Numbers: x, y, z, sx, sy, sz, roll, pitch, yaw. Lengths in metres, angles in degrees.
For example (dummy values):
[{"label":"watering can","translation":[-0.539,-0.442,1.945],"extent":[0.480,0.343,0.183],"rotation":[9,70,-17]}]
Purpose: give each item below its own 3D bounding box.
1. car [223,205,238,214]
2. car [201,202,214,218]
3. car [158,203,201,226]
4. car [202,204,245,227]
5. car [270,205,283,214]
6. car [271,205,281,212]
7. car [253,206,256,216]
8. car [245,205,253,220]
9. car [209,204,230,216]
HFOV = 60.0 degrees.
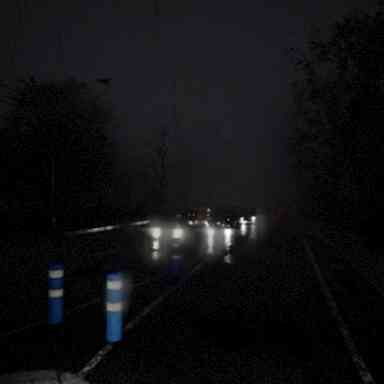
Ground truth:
[{"label":"car","translation":[6.218,2.718,53.267],"extent":[1.895,1.301,4.718],"rotation":[1,-2,14]},{"label":"car","translation":[1.336,1.889,34.768],"extent":[2.097,1.767,4.553],"rotation":[1,-2,15]},{"label":"car","translation":[-1.035,1.740,25.957],"extent":[1.882,1.535,5.008],"rotation":[1,-1,15]},{"label":"car","translation":[2.578,1.884,25.907],"extent":[2.033,1.411,5.357],"rotation":[1,-1,15]},{"label":"car","translation":[13.513,2.766,53.534],"extent":[2.128,1.511,4.902],"rotation":[1,-1,14]},{"label":"car","translation":[16.021,3.119,63.447],"extent":[1.895,1.301,4.718],"rotation":[1,-1,14]},{"label":"car","translation":[7.624,2.452,44.703],"extent":[1.812,1.442,4.674],"rotation":[1,-2,15]},{"label":"car","translation":[4.948,2.179,34.809],"extent":[1.994,1.385,4.181],"rotation":[1,-2,15]},{"label":"car","translation":[3.696,2.319,43.555],"extent":[1.837,1.490,4.892],"rotation":[1,-2,15]}]
